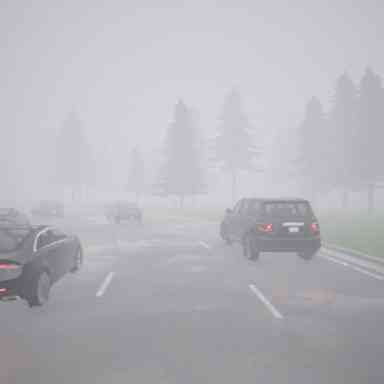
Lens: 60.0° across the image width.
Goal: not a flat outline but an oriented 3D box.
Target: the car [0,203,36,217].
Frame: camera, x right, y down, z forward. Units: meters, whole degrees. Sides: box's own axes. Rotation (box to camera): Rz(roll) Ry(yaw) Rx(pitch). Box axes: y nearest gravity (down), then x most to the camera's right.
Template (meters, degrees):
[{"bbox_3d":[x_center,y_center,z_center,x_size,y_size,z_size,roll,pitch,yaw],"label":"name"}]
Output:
[{"bbox_3d":[-9.346,1.543,16.444,2.128,1.511,4.902,0,0,-18],"label":"car"}]

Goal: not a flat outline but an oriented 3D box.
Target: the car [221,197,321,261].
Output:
[{"bbox_3d":[2.630,1.206,12.405,2.150,2.045,5.566,0,0,-7],"label":"car"}]

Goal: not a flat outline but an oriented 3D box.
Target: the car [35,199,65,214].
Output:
[{"bbox_3d":[-13.203,1.636,30.217,1.994,1.385,4.181,0,0,-39],"label":"car"}]

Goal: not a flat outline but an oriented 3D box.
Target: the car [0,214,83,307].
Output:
[{"bbox_3d":[-3.970,1.513,7.892,2.128,1.511,4.902,0,0,-6],"label":"car"}]

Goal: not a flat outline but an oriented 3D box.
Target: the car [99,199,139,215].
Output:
[{"bbox_3d":[-7.832,1.534,35.124,2.128,1.511,4.902,0,0,-39],"label":"car"}]

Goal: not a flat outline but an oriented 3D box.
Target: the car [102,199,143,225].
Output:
[{"bbox_3d":[-5.057,1.520,24.525,2.128,1.511,4.902,0,0,-25],"label":"car"}]

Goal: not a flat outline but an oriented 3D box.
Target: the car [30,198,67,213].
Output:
[{"bbox_3d":[-16.892,1.569,39.016,5.008,1.535,1.882,0,0,40],"label":"car"}]
